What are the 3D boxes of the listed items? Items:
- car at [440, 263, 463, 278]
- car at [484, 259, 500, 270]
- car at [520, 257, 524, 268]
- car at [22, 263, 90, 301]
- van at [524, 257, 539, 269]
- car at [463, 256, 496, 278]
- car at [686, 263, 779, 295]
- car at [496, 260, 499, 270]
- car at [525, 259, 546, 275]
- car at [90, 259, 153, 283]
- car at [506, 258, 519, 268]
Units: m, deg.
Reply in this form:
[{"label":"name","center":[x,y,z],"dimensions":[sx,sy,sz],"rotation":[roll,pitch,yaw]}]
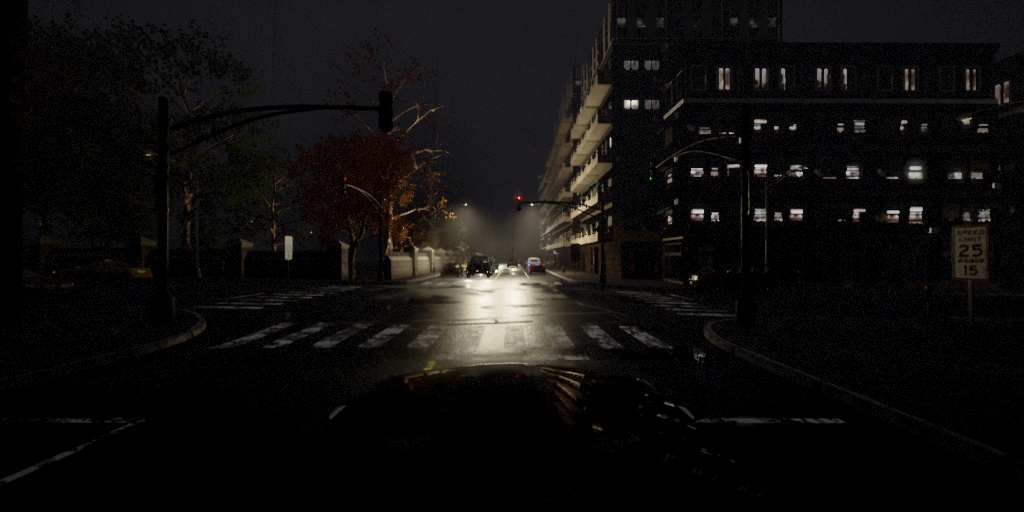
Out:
[{"label":"car","center":[-5.647,1.323,34.332],"dimensions":[1.948,1.339,4.313],"rotation":[0,0,0]},{"label":"car","center":[-3.019,1.268,54.970],"dimensions":[2.128,1.511,4.902],"rotation":[0,0,0]},{"label":"car","center":[2.764,1.219,56.842],"dimensions":[1.967,1.591,4.097],"rotation":[0,0,0]},{"label":"car","center":[-18.947,1.005,13.319],"dimensions":[4.207,1.307,1.802],"rotation":[0,0,0]},{"label":"van","center":[2.749,1.107,45.581],"dimensions":[1.690,1.789,3.998],"rotation":[0,0,0]},{"label":"car","center":[-3.042,0.979,34.619],"dimensions":[2.150,2.045,5.566],"rotation":[0,0,1]},{"label":"car","center":[13.476,1.349,21.966],"dimensions":[5.009,1.841,2.192],"rotation":[0,0,0]},{"label":"car","center":[-3.040,1.313,44.871],"dimensions":[2.033,1.411,5.357],"rotation":[0,0,0]},{"label":"car","center":[2.741,1.307,39.951],"dimensions":[1.888,1.381,4.507],"rotation":[0,0,0]},{"label":"car","center":[-24.717,0.879,21.652],"dimensions":[4.829,1.417,1.751],"rotation":[0,0,0]},{"label":"car","center":[0.080,1.292,62.624],"dimensions":[1.837,1.490,4.892],"rotation":[0,0,0]}]
